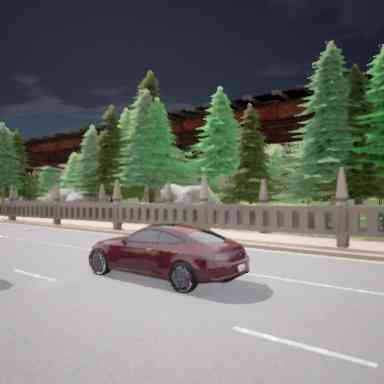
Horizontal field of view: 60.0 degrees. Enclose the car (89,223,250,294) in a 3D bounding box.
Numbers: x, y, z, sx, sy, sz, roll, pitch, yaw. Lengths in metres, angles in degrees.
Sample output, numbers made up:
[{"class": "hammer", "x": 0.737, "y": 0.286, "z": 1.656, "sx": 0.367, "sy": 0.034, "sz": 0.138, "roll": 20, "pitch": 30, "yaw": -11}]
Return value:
[{"class": "car", "x": -0.746, "y": 1.553, "z": 8.849, "sx": 4.674, "sy": 1.442, "sz": 1.812, "roll": 0, "pitch": 0, "yaw": 36}]
